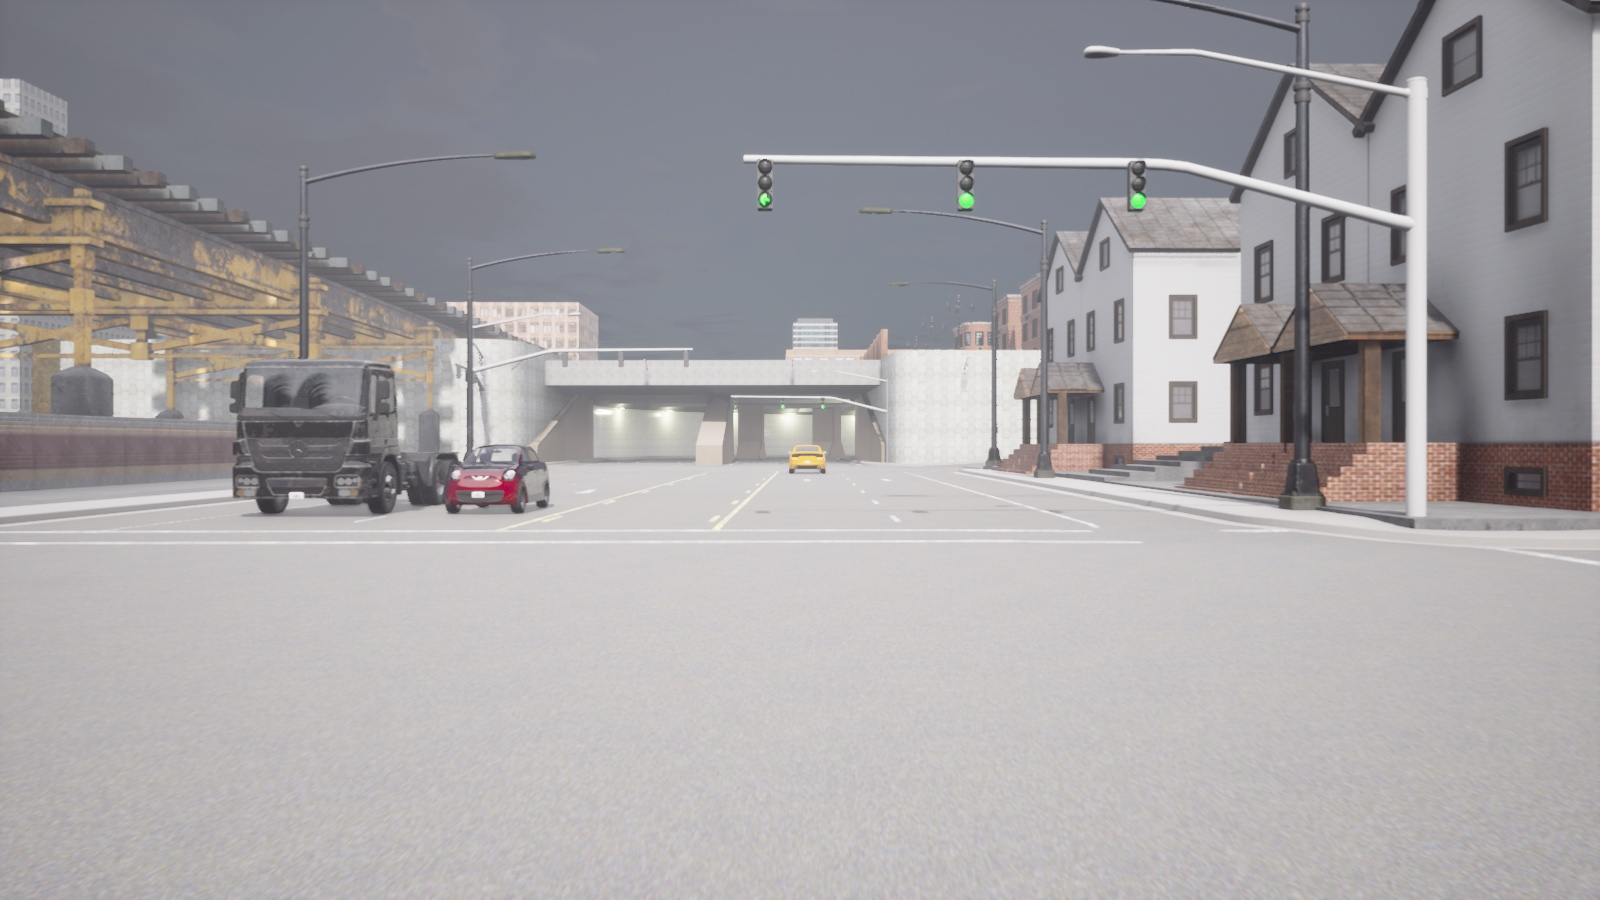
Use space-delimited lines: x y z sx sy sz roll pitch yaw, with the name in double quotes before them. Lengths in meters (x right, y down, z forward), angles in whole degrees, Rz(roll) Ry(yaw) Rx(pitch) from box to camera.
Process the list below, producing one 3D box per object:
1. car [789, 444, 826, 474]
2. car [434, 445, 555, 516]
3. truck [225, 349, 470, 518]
"car" 0.399 0.467 67.273 1.882 1.535 5.008 0 0 0
"car" -6.823 0.643 28.412 1.845 1.501 3.633 0 0 0
"truck" -10.315 -0.361 29.700 2.891 3.462 7.936 0 0 0
